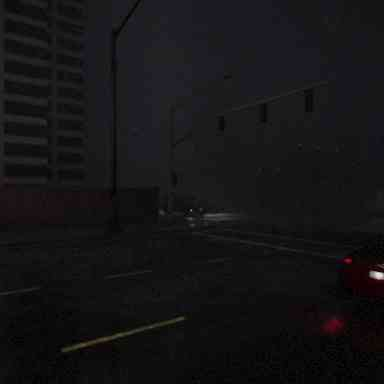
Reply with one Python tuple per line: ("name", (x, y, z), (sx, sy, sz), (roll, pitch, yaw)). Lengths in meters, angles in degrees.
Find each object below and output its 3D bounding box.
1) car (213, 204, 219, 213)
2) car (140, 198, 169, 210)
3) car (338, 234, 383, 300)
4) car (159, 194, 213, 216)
("car", (0.914, 1.500, 35.980), (1.812, 1.442, 4.674), (0, 0, -36))
("car", (-5.110, 1.500, 44.333), (1.812, 1.442, 4.674), (0, 0, -36))
("car", (5.173, 1.553, 7.456), (4.181, 1.385, 1.994), (0, 0, -35))
("car", (-0.800, 1.200, 32.339), (2.150, 2.045, 5.566), (0, 0, -36))
